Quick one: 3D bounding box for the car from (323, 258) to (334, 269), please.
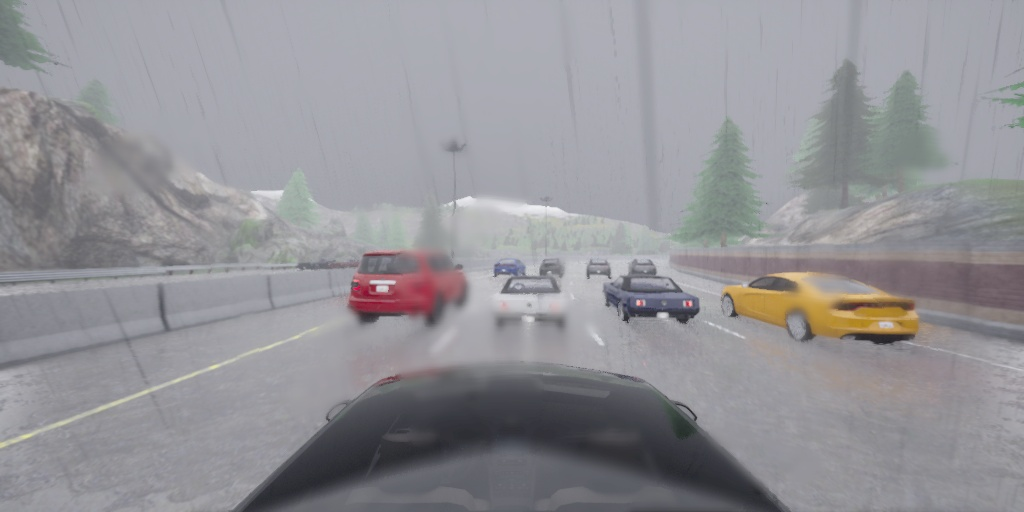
[{"bbox_3d":[-16.586,0.884,36.715,1.895,1.301,4.718,0,1,14],"label":"car"}]

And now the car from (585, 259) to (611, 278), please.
[{"bbox_3d":[6.994,0.955,29.073,2.128,1.511,4.902,0,1,13],"label":"car"}]

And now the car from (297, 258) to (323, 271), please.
[{"bbox_3d":[-19.987,0.826,37.538,1.895,1.301,4.718,0,1,14],"label":"car"}]

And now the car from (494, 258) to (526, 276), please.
[{"bbox_3d":[-0.106,0.897,29.394,1.882,1.535,5.008,0,1,12],"label":"car"}]

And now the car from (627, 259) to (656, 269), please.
[{"bbox_3d":[10.727,0.968,29.710,2.128,1.511,4.902,0,1,13],"label":"car"}]

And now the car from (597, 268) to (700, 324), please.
[{"bbox_3d":[4.200,1.255,11.691,1.895,1.301,4.718,0,1,5],"label":"car"}]

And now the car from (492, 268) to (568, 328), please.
[{"bbox_3d":[0.622,1.244,10.991,1.895,1.301,4.718,0,1,5],"label":"car"}]

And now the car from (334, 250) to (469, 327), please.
[{"bbox_3d":[-2.868,0.842,11.226,2.150,2.045,5.566,0,1,5],"label":"car"}]

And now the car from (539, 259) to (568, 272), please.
[{"bbox_3d":[3.286,0.954,28.532,1.837,1.490,4.892,0,1,12],"label":"car"}]

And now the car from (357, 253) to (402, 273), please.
[{"bbox_3d":[-13.168,0.628,35.946,2.097,1.767,4.553,0,1,14],"label":"car"}]

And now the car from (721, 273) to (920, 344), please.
[{"bbox_3d":[7.541,1.177,9.528,1.882,1.535,5.008,0,1,4],"label":"car"}]

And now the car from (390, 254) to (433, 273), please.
[{"bbox_3d":[-9.767,0.679,35.123,2.097,1.767,4.553,0,1,14],"label":"car"}]
